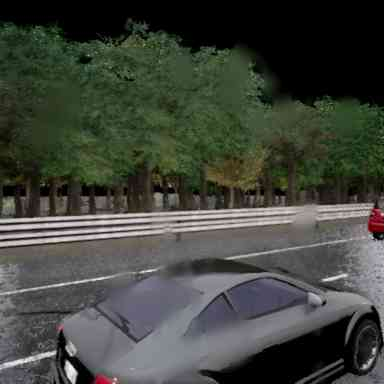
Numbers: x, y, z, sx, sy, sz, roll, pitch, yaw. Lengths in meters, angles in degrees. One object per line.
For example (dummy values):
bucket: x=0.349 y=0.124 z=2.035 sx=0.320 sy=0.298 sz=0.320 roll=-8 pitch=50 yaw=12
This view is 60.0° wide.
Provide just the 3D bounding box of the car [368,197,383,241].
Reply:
car: x=10.416 y=1.205 z=15.472 sx=5.566 sy=2.045 sz=2.150 roll=0 pitch=0 yaw=-35

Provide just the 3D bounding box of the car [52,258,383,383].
car: x=0.546 y=1.562 z=4.133 sx=4.181 sy=1.385 sz=1.994 roll=0 pitch=0 yaw=-35
